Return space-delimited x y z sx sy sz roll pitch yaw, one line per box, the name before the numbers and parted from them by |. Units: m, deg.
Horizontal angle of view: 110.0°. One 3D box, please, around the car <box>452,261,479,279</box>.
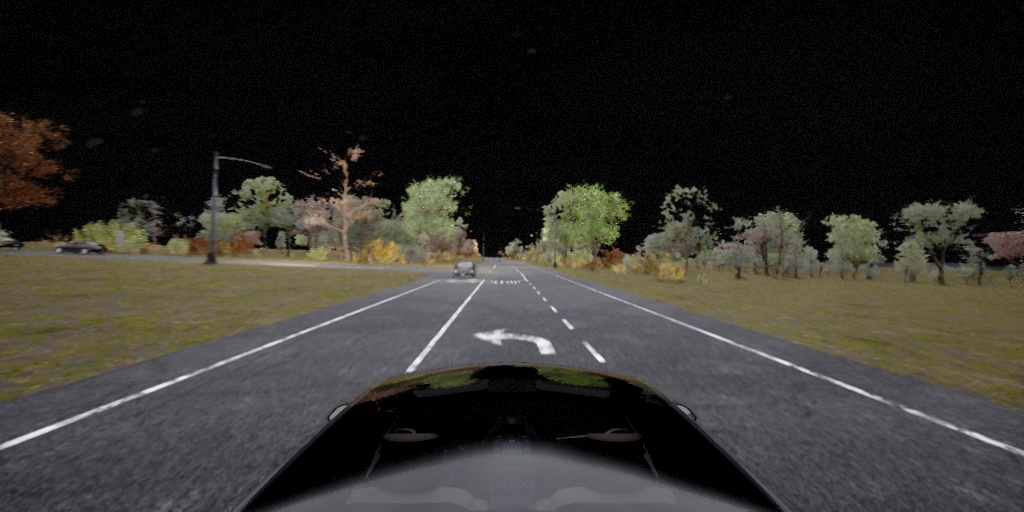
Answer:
car | -4.056 1.169 31.643 1.812 1.442 4.674 1 2 -1
